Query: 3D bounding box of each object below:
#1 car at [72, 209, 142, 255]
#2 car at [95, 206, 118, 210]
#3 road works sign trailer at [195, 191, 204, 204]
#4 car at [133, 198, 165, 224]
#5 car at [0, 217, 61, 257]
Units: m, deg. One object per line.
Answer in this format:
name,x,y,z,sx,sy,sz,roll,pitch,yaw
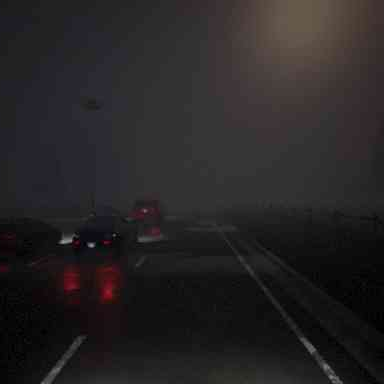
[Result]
car,-3.487,1.675,13.881,1.812,1.442,4.674,0,0,0
car,-6.993,1.843,27.512,2.033,1.411,5.357,0,-1,1
road works sign trailer,2.020,1.436,90.894,2.380,3.560,2.880,0,-1,7
car,-3.491,1.520,27.537,2.150,2.045,5.566,0,0,1
car,-6.990,1.711,13.585,1.994,1.385,4.181,0,-1,0
